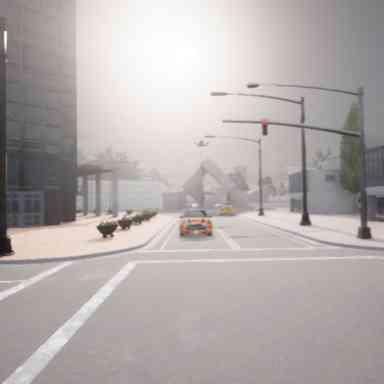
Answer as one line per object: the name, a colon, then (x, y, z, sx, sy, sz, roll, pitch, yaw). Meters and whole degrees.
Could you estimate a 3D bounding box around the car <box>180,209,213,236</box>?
car: (0.280, 1.976, 22.850, 2.097, 1.767, 4.553, -1, -2, 0)

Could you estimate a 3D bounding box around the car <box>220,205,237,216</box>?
car: (5.625, 2.808, 51.175, 1.882, 1.535, 5.008, -2, -2, 17)
